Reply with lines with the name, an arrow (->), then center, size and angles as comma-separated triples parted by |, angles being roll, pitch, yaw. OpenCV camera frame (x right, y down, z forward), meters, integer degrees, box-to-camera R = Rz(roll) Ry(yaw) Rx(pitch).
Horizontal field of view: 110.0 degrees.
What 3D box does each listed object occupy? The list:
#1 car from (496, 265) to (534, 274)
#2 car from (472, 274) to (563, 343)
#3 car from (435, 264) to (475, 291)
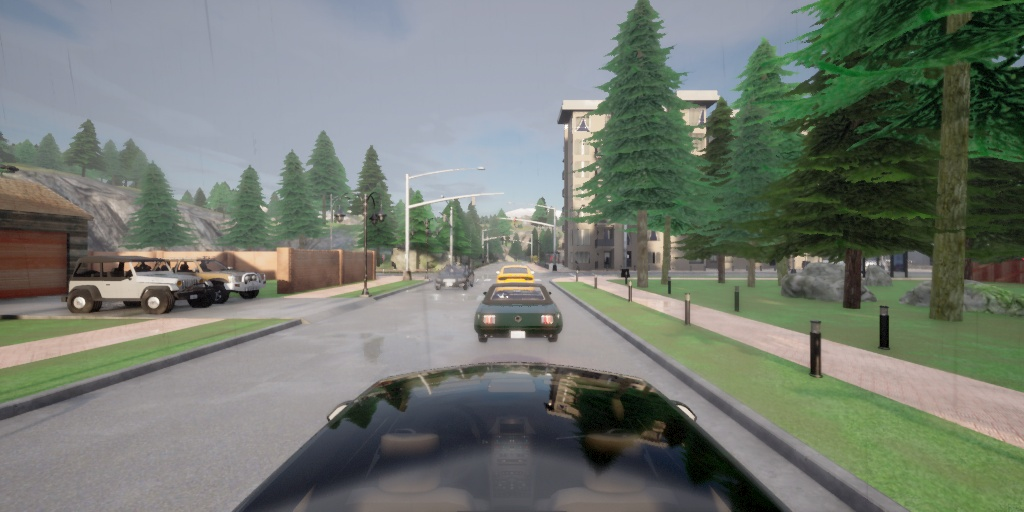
car -> 0.175, 1.228, 19.022 | 1.882, 1.535, 5.008 | 0, 0, 0
car -> 0.146, 1.351, 9.683 | 1.895, 1.301, 4.718 | 0, 0, 0
car -> -3.411, 1.282, 21.997 | 2.128, 1.511, 4.902 | 0, 0, 0
